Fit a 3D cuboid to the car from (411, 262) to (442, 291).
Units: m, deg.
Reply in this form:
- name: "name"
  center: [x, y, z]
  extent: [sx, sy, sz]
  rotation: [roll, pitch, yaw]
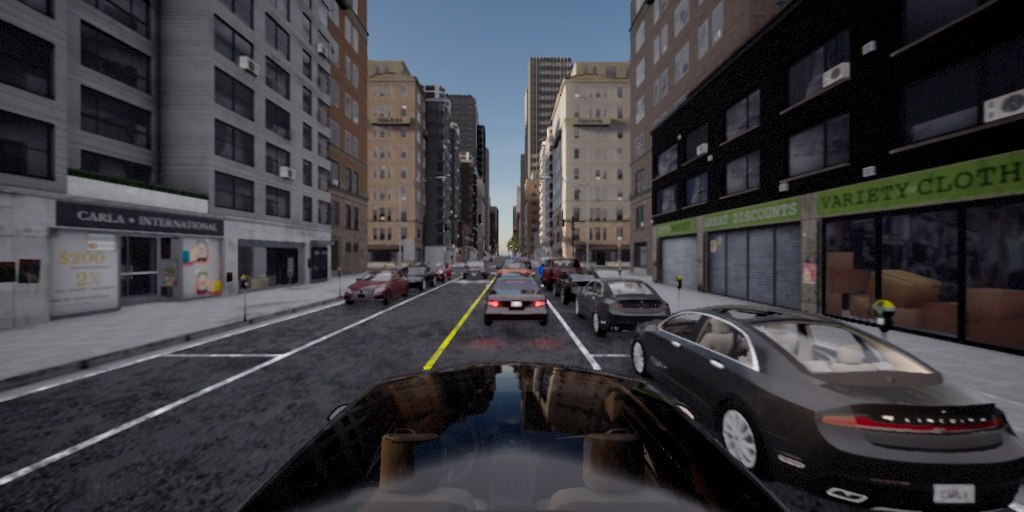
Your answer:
- name: "car"
  center: [-5.652, 1.222, 21.073]
  extent: [1.948, 1.339, 4.313]
  rotation: [0, 0, 0]

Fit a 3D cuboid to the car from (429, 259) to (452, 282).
- name: "car"
  center: [-5.647, 1.070, 26.598]
  extent: [1.967, 1.591, 4.097]
  rotation: [0, 0, 0]

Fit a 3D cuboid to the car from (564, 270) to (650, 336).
- name: "car"
  center: [2.864, 1.260, 10.024]
  extent: [2.007, 1.370, 4.403]
  rotation: [0, 0, 0]

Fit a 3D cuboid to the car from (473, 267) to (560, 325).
- name: "car"
  center: [0.107, 1.249, 11.537]
  extent: [2.033, 1.411, 5.357]
  rotation: [0, 0, 0]

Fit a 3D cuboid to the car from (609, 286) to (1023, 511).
- name: "car"
  center: [2.859, 1.287, 4.501]
  extent: [2.007, 1.370, 4.403]
  rotation: [0, 0, 0]

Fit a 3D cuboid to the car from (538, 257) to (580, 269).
- name: "car"
  center: [2.874, 0.971, 21.072]
  extent: [2.192, 1.841, 5.009]
  rotation: [0, 0, 0]

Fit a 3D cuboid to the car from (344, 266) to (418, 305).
- name: "car"
  center: [-5.657, 1.265, 15.548]
  extent: [1.802, 1.307, 4.207]
  rotation: [0, 0, 0]

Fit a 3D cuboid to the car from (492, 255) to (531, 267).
- name: "car"
  center: [0.117, 1.008, 21.198]
  extent: [2.097, 1.767, 4.553]
  rotation: [0, 0, 0]

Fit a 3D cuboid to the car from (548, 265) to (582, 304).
- name: "car"
  center: [2.869, 1.249, 15.548]
  extent: [1.948, 1.339, 4.313]
  rotation: [0, 0, 0]

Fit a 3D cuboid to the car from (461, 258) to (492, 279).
- name: "car"
  center: [-2.975, 1.145, 30.302]
  extent: [1.812, 1.442, 4.674]
  rotation: [0, 0, 0]
